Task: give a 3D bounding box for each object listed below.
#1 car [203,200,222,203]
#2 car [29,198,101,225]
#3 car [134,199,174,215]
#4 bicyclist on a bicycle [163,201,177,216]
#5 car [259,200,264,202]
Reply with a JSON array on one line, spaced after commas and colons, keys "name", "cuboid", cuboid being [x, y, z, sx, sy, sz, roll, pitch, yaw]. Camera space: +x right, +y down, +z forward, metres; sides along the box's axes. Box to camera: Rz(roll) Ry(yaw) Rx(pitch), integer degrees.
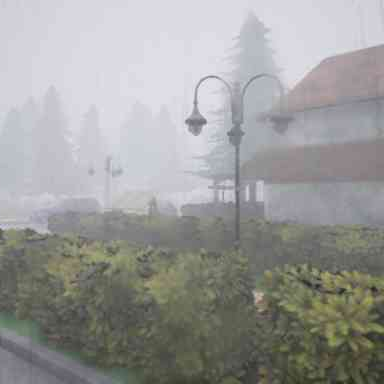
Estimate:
[{"name": "car", "cuboid": [2.457, 1.751, 42.853, 2.128, 1.511, 4.902, 0, 0, 40]}, {"name": "car", "cuboid": [-9.881, 1.482, 26.442, 2.150, 2.045, 5.566, 0, 0, 36]}, {"name": "car", "cuboid": [-3.917, 1.613, 34.638, 2.097, 1.767, 4.553, 0, 0, 37]}, {"name": "bicyclist on a bicycle", "cuboid": [-1.646, 1.530, 25.108, 1.656, 1.620, 0.582, -1, 0, 36]}, {"name": "car", "cuboid": [10.773, 1.766, 46.683, 4.674, 1.442, 1.812, 0, 0, -44]}]
